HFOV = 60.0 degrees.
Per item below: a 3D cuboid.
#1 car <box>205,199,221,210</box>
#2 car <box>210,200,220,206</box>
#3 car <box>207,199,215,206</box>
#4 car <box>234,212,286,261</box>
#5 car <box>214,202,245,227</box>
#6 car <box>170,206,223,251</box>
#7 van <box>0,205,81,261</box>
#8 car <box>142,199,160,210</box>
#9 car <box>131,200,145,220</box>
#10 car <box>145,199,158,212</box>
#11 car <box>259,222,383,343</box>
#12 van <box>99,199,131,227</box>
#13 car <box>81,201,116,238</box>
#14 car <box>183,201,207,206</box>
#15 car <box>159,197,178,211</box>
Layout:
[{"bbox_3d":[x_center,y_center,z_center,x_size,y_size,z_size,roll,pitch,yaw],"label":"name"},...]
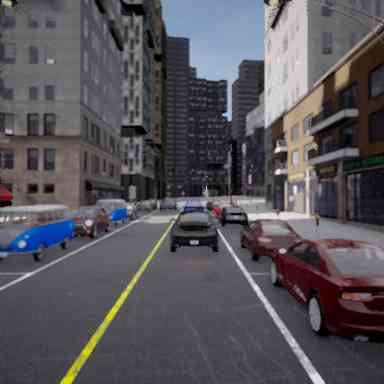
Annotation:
[{"bbox_3d":[2.890,1.686,45.821,1.887,1.381,4.507,1,0,0],"label":"car"},{"bbox_3d":[2.846,1.638,28.994,1.887,1.381,4.507,1,0,0],"label":"car"},{"bbox_3d":[2.875,1.707,40.212,1.802,1.307,4.206,1,0,0],"label":"car"},{"bbox_3d":[2.801,1.623,12.166,1.802,1.307,4.206,1,0,0],"label":"car"},{"bbox_3d":[2.831,1.642,23.384,1.947,1.339,4.313,1,0,0],"label":"car"},{"bbox_3d":[0.103,1.554,14.279,1.837,1.490,4.892,0,0,0],"label":"car"},{"bbox_3d":[-5.721,1.383,12.190,1.690,1.788,3.998,1,0,0],"label":"van"},{"bbox_3d":[-5.635,1.686,45.844,1.887,1.381,4.507,1,0,0],"label":"car"},{"bbox_3d":[-5.680,1.645,29.017,2.008,1.369,4.403,1,0,0],"label":"car"},{"bbox_3d":[-5.650,1.677,40.236,2.008,1.369,4.403,1,0,0],"label":"car"},{"bbox_3d":[2.787,1.568,6.556,1.887,1.381,4.507,1,0,0],"label":"car"},{"bbox_3d":[-5.692,1.418,23.408,1.690,1.788,3.998,1,0,0],"label":"van"},{"bbox_3d":[-5.708,1.500,17.799,1.967,1.590,4.097,1,0,0],"label":"car"},{"bbox_3d":[0.152,1.575,30.495,1.882,1.535,5.008,0,0,0],"label":"car"},{"bbox_3d":[-2.959,1.483,42.626,2.097,1.767,4.553,0,0,1],"label":"car"}]
